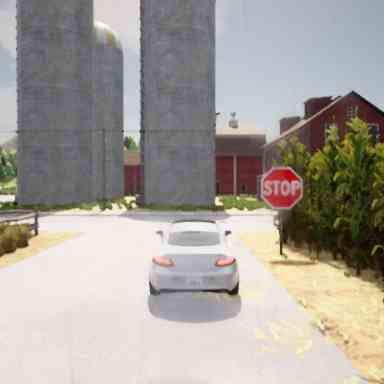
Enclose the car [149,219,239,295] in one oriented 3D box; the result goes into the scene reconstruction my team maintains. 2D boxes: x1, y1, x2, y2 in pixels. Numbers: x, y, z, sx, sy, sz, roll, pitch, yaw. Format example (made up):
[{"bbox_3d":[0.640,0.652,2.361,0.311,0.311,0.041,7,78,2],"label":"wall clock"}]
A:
[{"bbox_3d":[0.048,1.400,8.230,1.812,1.442,4.674,0,1,0],"label":"car"}]
